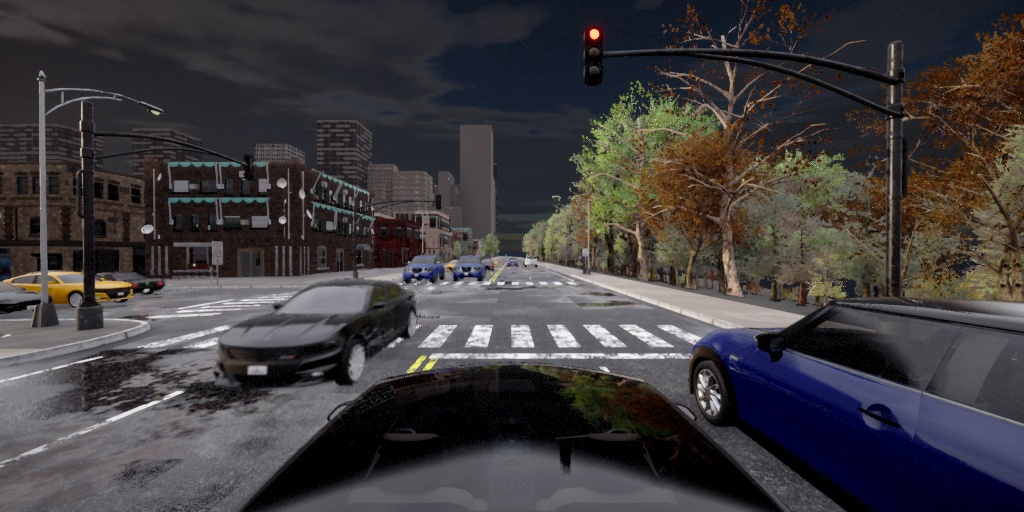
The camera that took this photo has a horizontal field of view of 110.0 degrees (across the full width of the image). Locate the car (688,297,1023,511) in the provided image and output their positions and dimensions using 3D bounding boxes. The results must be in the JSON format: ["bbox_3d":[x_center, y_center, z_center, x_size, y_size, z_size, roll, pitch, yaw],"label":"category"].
[{"bbox_3d":[3.351,1.102,2.850,2.097,1.767,4.553,0,0,0],"label":"car"}]

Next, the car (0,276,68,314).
[{"bbox_3d":[-19.946,1.565,13.307,4.313,1.339,1.948,0,0,0],"label":"car"}]

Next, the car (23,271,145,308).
[{"bbox_3d":[-20.009,1.450,16.003,5.008,1.535,1.882,-1,1,-1],"label":"car"}]

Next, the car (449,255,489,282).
[{"bbox_3d":[-3.347,0.963,29.005,2.150,2.045,5.566,0,0,0],"label":"car"}]

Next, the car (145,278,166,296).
[{"bbox_3d":[-21.520,1.560,19.033,4.718,1.301,1.895,-1,1,2],"label":"car"}]

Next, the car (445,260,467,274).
[{"bbox_3d":[-6.597,1.214,42.791,1.882,1.535,5.008,0,0,0],"label":"car"}]

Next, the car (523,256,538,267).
[{"bbox_3d":[3.355,0.948,63.657,2.150,2.045,5.566,0,0,0],"label":"car"}]

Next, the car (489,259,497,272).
[{"bbox_3d":[-3.345,1.086,45.483,2.097,1.767,4.553,0,0,0],"label":"car"}]

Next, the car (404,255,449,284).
[{"bbox_3d":[-6.597,0.965,27.578,2.150,2.045,5.566,0,0,0],"label":"car"}]

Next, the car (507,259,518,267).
[{"bbox_3d":[0.102,1.252,64.506,1.812,1.442,4.674,0,0,0],"label":"car"}]

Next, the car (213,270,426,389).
[{"bbox_3d":[-3.350,1.226,7.212,1.882,1.535,5.008,0,0,0],"label":"car"}]
